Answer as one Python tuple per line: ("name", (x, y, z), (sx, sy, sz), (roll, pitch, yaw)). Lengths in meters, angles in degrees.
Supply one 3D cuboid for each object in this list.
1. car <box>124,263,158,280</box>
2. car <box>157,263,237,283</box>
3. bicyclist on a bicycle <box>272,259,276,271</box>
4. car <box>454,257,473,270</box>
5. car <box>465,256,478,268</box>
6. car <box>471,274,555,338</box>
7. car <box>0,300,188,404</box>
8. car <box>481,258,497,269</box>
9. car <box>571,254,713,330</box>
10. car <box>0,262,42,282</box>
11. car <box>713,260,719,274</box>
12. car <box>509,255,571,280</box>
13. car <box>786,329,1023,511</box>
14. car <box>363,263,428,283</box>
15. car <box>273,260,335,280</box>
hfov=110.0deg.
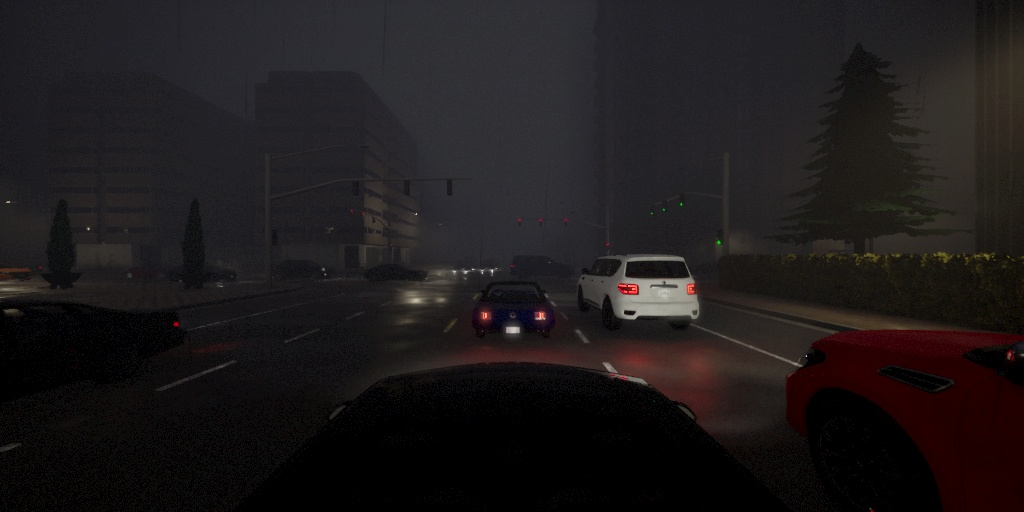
("car", (-30.568, 1.313, 30.855), (4.181, 1.385, 1.994), (0, 0, 1))
("car", (-23.615, 1.276, 27.290), (4.674, 1.442, 1.812), (0, 0, 1))
("bicyclist on a bicycle", (-28.690, 1.051, 42.820), (0.582, 1.620, 1.656), (0, 0, 0))
("car", (-7.147, 1.276, 51.544), (1.812, 1.442, 4.674), (0, 0, 0))
("car", (-7.156, 0.971, 61.241), (2.150, 2.045, 5.566), (0, 0, 0))
("car", (0.046, 1.351, 10.150), (1.895, 1.301, 4.718), (0, 0, 0))
("car", (-7.078, 1.297, 4.368), (2.033, 1.411, 5.357), (0, 0, 0))
("car", (-3.666, 1.255, 55.456), (1.837, 1.490, 4.892), (0, 0, 0))
("car", (3.576, 0.971, 11.278), (2.150, 2.045, 5.566), (0, 0, -2))
("car", (-39.926, 1.228, 27.440), (5.008, 1.535, 1.882), (0, 0, 1))
("car", (20.828, 1.228, 37.607), (5.008, 1.535, 1.882), (0, 0, 1))
("car", (2.516, 0.971, 30.565), (5.566, 2.045, 2.150), (0, 0, 0))
("car", (3.601, 0.971, 0.917), (2.150, 2.045, 5.566), (0, 0, 0))
("car", (-8.785, 1.276, 27.163), (4.674, 1.442, 1.812), (0, 0, 1))
("car", (-17.783, 1.102, 30.877), (4.553, 1.767, 2.097), (0, 0, -1))
